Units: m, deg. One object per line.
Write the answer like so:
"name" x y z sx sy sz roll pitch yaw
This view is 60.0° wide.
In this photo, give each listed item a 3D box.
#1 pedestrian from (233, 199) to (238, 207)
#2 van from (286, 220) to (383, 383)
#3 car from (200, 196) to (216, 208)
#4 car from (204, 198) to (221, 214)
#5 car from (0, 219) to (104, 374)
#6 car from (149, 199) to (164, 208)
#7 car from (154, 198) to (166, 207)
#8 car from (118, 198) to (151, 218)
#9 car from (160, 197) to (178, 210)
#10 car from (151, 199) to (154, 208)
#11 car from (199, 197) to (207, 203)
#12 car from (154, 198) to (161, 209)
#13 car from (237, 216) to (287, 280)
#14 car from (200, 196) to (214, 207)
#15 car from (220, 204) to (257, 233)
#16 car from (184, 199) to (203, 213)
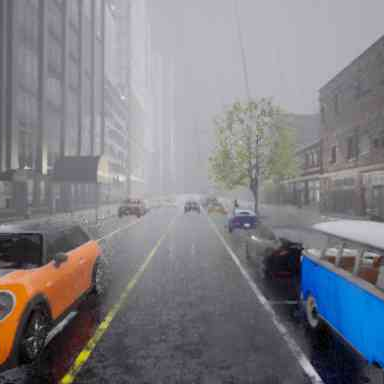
"pedestrian" 2.993 1.408 23.222 0.375 1.860 0.375 1 -1 -4
"van" 2.703 1.364 4.345 1.690 1.788 3.998 1 0 0
"car" 2.691 1.540 48.714 2.192 1.841 5.009 1 0 0
"car" 2.691 1.704 37.791 1.752 1.417 4.829 1 0 0
"car" -3.102 1.382 5.841 2.097 1.767 4.553 0 0 0
"car" -5.695 1.811 54.256 1.947 1.339 4.313 1 0 0
"car" -5.696 1.792 59.631 1.752 1.417 4.829 1 0 0
"car" -5.685 1.468 32.072 2.192 1.841 5.009 1 0 0
"car" -3.090 1.820 47.725 1.895 1.301 4.718 0 0 0
"car" -5.689 1.702 37.446 1.752 1.417 4.829 1 0 0
"car" 2.678 1.913 81.988 1.947 1.339 4.313 1 0 0
"car" -5.693 1.748 48.538 1.752 1.417 4.829 1 0 0
"car" 2.698 1.617 9.890 1.947 1.339 4.313 1 0 0
"car" 2.688 1.583 59.806 2.192 1.841 5.009 1 0 0
"car" 2.994 1.628 20.372 1.812 1.442 4.674 0 0 0
"car" 0.039 1.787 39.543 1.895 1.301 4.718 0 0 1
